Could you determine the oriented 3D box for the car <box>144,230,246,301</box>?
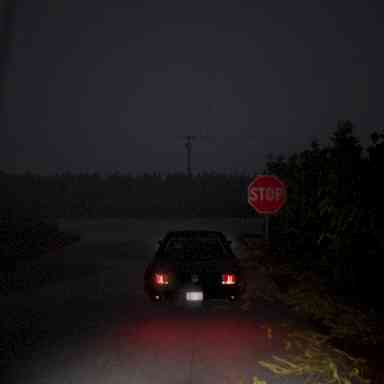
[{"bbox_3d":[0.072,1.597,8.235,1.895,1.301,4.718,0,0,0],"label":"car"}]
